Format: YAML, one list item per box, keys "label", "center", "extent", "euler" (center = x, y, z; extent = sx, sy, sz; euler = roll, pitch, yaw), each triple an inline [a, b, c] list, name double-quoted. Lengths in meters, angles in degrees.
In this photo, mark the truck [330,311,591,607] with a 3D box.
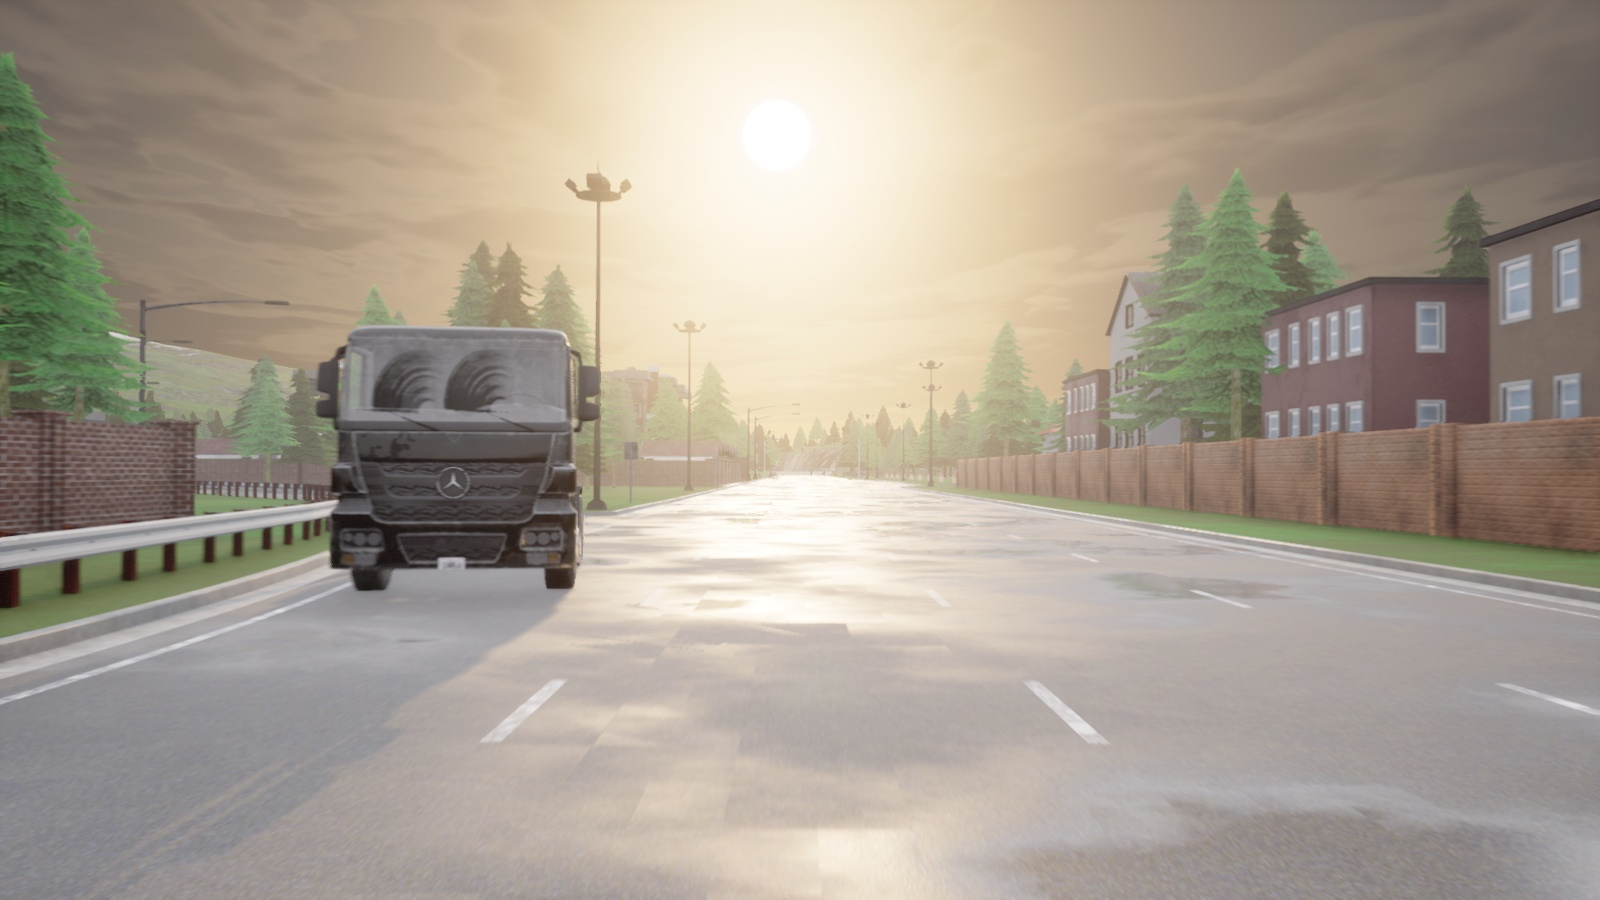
- label: "truck"
  center: [-4.651, 0.165, 18.804]
  extent: [2.891, 3.462, 7.936]
  euler: [0, -1, -9]
